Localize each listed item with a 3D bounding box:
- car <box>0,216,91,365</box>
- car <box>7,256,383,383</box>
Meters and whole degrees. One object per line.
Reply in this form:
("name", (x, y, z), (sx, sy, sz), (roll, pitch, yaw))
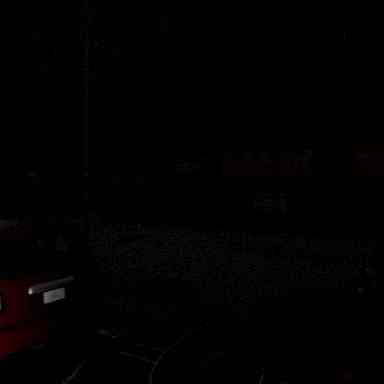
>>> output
("car", (-3.586, 1.319, 5.358), (5.009, 1.841, 2.192), (0, 0, 36))
("car", (0.812, 1.440, 2.222), (4.097, 1.590, 1.967), (0, 0, 36))
